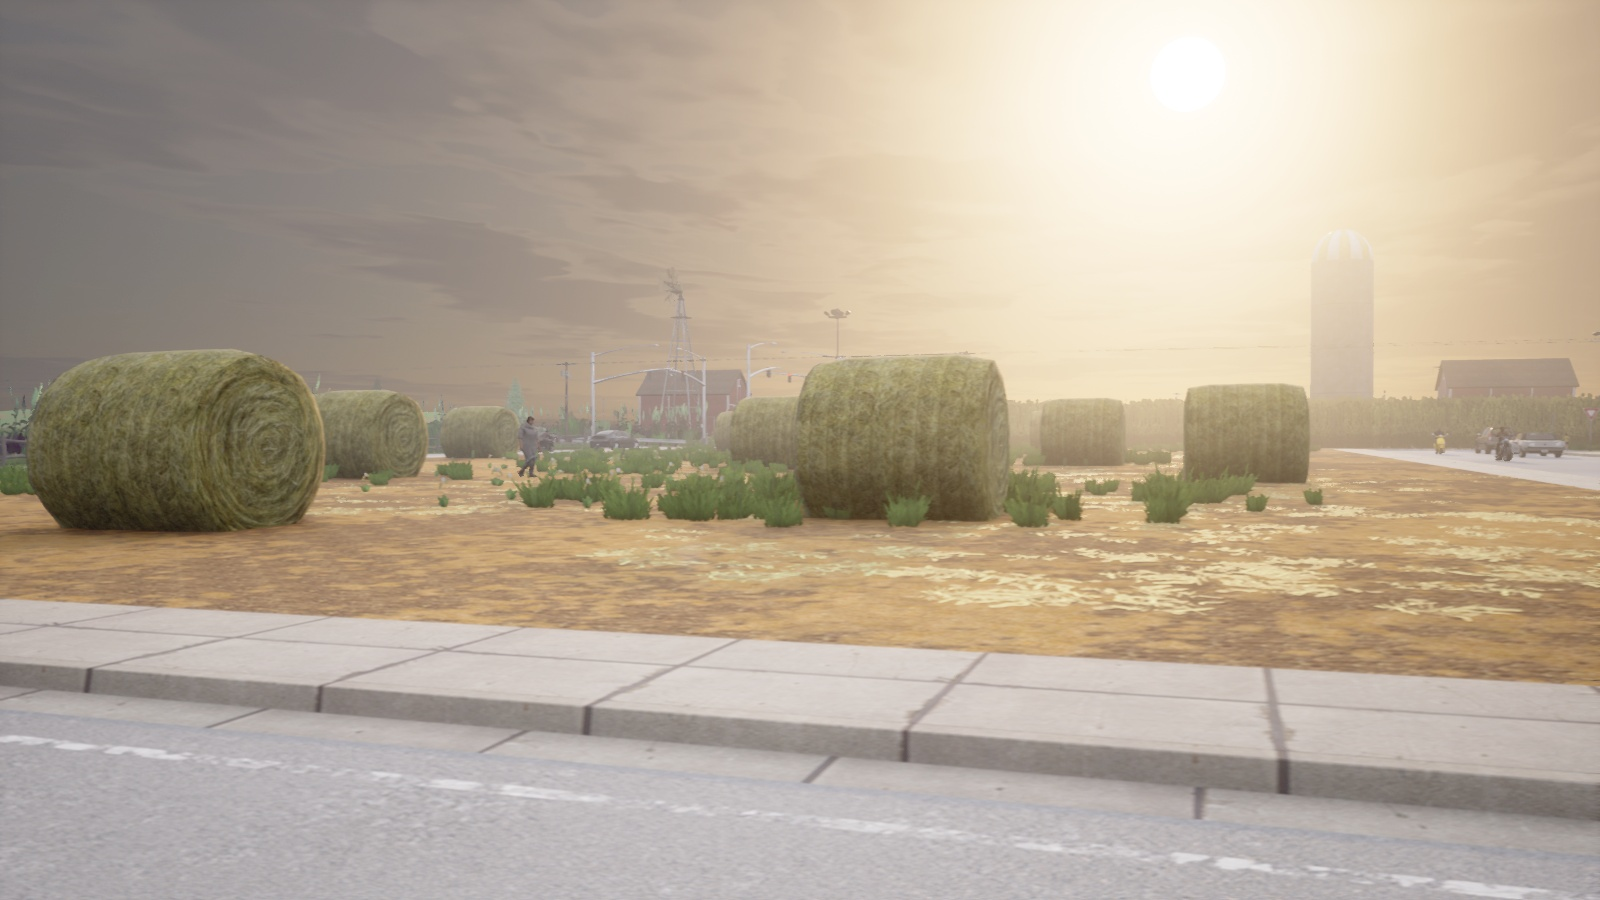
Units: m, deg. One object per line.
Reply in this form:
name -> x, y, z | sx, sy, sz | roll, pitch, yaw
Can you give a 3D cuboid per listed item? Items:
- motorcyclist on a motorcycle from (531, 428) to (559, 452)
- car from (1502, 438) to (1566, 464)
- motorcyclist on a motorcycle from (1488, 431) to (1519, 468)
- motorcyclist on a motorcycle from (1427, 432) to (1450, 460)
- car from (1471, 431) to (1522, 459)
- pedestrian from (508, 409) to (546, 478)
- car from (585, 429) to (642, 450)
motorcyclist on a motorcycle -> -16.494, -0.659, 81.335 | 0.797, 1.523, 2.044 | 1, 1, 21
car -> 38.503, 0.013, 65.962 | 1.895, 1.301, 4.718 | 1, 1, 18
motorcyclist on a motorcycle -> 32.122, -0.029, 57.391 | 0.766, 1.649, 2.350 | 1, 1, 18
motorcyclist on a motorcycle -> 36.924, -0.252, 72.599 | 0.866, 1.590, 1.817 | 1, 1, 17
car -> 41.124, -0.312, 74.233 | 1.851, 1.617, 3.988 | 1, 1, 18
pedestrian -> -7.944, -0.195, 36.526 | 0.873, 1.952, 0.659 | 1, 1, 32
car -> -13.237, -0.757, 89.646 | 1.837, 1.490, 4.892 | 1, 1, 21
